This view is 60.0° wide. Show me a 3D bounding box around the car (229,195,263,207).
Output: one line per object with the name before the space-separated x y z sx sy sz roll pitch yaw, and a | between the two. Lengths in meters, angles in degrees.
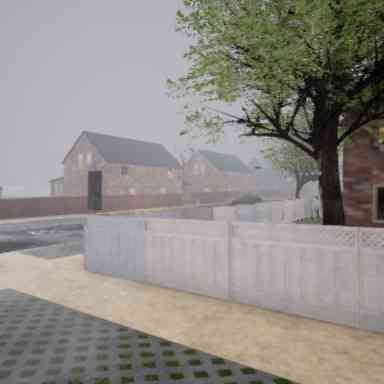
car | 6.285 1.050 37.944 2.033 1.411 5.357 2 2 35
